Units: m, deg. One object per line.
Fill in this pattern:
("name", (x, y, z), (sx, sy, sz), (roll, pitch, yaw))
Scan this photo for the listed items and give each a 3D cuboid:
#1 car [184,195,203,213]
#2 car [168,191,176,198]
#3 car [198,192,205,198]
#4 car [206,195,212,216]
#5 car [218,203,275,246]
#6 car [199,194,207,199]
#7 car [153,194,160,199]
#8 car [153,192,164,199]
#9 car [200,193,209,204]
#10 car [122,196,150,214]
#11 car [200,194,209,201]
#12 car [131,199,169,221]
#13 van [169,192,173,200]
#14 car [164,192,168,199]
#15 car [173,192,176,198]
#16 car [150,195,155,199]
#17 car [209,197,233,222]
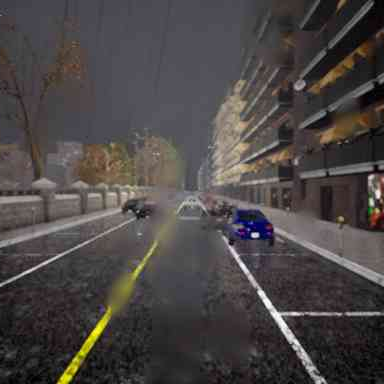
("car", (0.050, 1.348, 38.901), (1.895, 1.301, 4.718), (0, 0, 1))
("car", (-5.682, 0.782, 94.676), (2.192, 1.841, 5.009), (0, 0, 0))
("car", (2.698, 0.907, 94.676), (1.967, 1.590, 4.097), (0, 0, 0))
("car", (2.695, 1.332, 32.746), (1.887, 1.381, 4.507), (0, 0, 0))
("car", (2.354, 1.430, 14.673), (1.812, 1.442, 4.674), (0, 0, 0))
("car", (2.697, 1.085, 83.417), (1.947, 1.339, 4.313), (0, 0, 0))
("car", (-5.685, 1.261, 44.006), (1.887, 1.381, 4.507), (0, 0, 0))
("car", (-5.685, 1.127, 49.633), (1.967, 1.590, 4.097), (0, 0, 0))
("car", (2.695, 1.241, 55.264), (1.802, 1.307, 4.206), (0, 0, 0))
("car", (-5.686, 1.353, 32.748), (1.947, 1.339, 4.313), (0, 0, 0))
("car", (2.696, 1.156, 72.156), (1.802, 1.307, 4.206), (0, 0, 0))
("car", (-3.098, 1.434, 25.539), (1.895, 1.301, 4.718), (0, 0, 0))
("van", (-5.684, 0.915, 72.156), (1.690, 1.788, 3.998), (0, 0, 0))
("car", (-5.685, 0.973, 55.264), (2.192, 1.841, 5.009), (0, 0, 0))
("car", (-5.683, 1.084, 83.417), (1.947, 1.339, 4.313), (0, 0, 0))
("car", (-5.686, 1.332, 38.378), (1.802, 1.307, 4.206), (0, 0, 0))
("car", (2.694, 1.374, 27.116), (2.008, 1.369, 4.403), (0, 0, 0))
